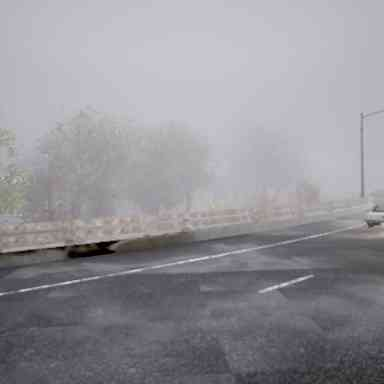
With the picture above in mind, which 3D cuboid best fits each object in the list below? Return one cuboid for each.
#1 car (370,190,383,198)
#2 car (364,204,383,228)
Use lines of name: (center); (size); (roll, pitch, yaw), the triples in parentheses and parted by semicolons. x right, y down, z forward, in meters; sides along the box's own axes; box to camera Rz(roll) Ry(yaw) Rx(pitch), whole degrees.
car: (37.674, 0.290, 67.189); (2.097, 1.767, 4.553); (-1, 0, 12)
car: (11.463, 1.333, 18.837); (1.895, 1.301, 4.718); (0, 1, 44)
